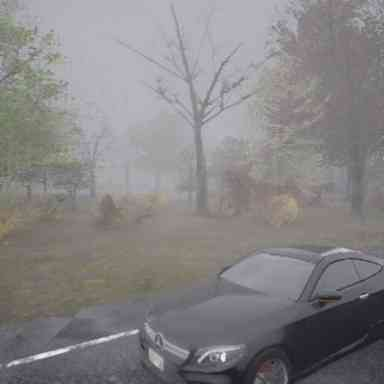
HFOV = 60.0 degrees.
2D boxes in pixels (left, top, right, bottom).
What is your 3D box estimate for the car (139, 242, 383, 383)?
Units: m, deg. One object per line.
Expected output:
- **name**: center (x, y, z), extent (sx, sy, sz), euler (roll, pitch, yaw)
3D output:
- **car**: center (1.523, 1.533, 4.898), extent (4.674, 1.442, 1.812), euler (0, 0, -35)
